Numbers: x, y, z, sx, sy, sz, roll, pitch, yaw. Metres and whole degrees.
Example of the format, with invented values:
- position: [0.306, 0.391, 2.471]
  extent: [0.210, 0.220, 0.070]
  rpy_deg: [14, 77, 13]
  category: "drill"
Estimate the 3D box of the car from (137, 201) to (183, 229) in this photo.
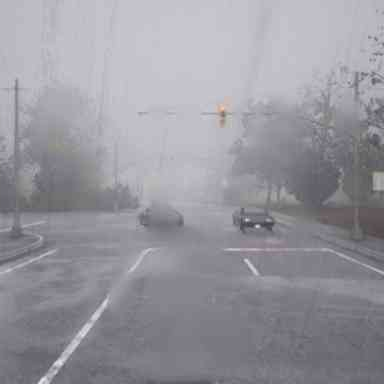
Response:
- position: [-2.132, 1.540, 21.610]
  extent: [1.994, 1.385, 4.181]
  rpy_deg: [0, 0, -24]
  category: "car"

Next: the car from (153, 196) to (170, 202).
- position: [-4.217, 1.637, 49.076]
  extent: [2.033, 1.411, 5.357]
  rpy_deg: [0, -1, -4]
  category: "car"

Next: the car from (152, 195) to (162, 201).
- position: [-6.966, 1.695, 68.733]
  extent: [2.150, 2.045, 5.566]
  rpy_deg: [0, -1, -13]
  category: "car"

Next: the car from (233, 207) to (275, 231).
- position: [3.644, 1.578, 20.544]
  extent: [1.895, 1.301, 4.718]
  rpy_deg: [0, 0, 0]
  category: "car"
